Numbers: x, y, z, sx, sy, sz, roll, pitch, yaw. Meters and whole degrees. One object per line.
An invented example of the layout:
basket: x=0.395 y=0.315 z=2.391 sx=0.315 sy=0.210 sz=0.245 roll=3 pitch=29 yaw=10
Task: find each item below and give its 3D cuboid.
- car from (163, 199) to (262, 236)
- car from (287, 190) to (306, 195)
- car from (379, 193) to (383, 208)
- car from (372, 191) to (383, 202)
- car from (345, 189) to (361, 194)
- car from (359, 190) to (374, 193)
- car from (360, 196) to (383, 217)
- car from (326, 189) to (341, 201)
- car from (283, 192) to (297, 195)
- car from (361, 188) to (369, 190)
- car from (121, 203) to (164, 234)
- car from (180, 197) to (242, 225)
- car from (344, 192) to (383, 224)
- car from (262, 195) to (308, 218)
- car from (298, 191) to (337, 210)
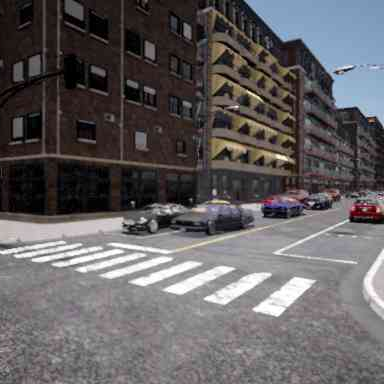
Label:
car: x=1.250 y=1.255 z=16.949 sx=2.033 sy=1.411 sz=5.357 roll=1 pitch=1 yaw=39
car: x=11.034 y=0.713 z=35.530 sx=2.192 sy=1.841 sz=5.009 roll=2 pitch=2 yaw=35
car: x=21.169 y=0.911 z=35.421 sx=1.752 sy=1.417 sz=4.829 roll=1 pitch=2 yaw=35
car: x=28.994 y=0.653 z=51.190 sx=1.812 sy=1.442 sz=4.674 roll=1 pitch=1 yaw=35
car: x=30.138 y=0.508 z=62.937 sx=1.947 sy=1.339 sz=4.313 roll=2 pitch=2 yaw=35
car: x=23.296 y=0.827 z=43.020 sx=1.994 sy=1.385 sz=4.181 roll=1 pitch=1 yaw=35
car: x=14.703 y=1.092 z=26.149 sx=2.008 sy=1.369 sz=4.403 roll=1 pitch=2 yaw=35
car: x=20.587 y=0.484 z=49.230 sx=2.192 sy=1.841 sz=5.009 roll=2 pitch=2 yaw=35
car: x=7.848 y=1.020 z=30.968 sx=1.887 sy=1.381 sz=4.507 roll=2 pitch=2 yaw=35
car: x=39.692 y=0.031 z=76.631 sx=2.192 sy=1.841 sz=5.009 roll=2 pitch=2 yaw=35
car: x=-1.705 y=1.258 z=17.267 sx=2.008 sy=1.369 sz=4.403 roll=2 pitch=2 yaw=35
car: x=1.382 y=1.157 z=21.694 sx=1.752 sy=1.417 sz=4.829 roll=2 pitch=2 yaw=35
car: x=11.520 y=1.059 z=21.579 sx=1.967 sy=1.590 sz=4.097 roll=1 pitch=2 yaw=35
car: x=6.908 y=1.170 z=25.110 sx=1.895 sy=1.301 sz=4.718 roll=1 pitch=1 yaw=35
car: x=12.647 y=0.922 z=33.322 sx=2.128 sy=1.511 sz=4.902 roll=1 pitch=1 yaw=35
